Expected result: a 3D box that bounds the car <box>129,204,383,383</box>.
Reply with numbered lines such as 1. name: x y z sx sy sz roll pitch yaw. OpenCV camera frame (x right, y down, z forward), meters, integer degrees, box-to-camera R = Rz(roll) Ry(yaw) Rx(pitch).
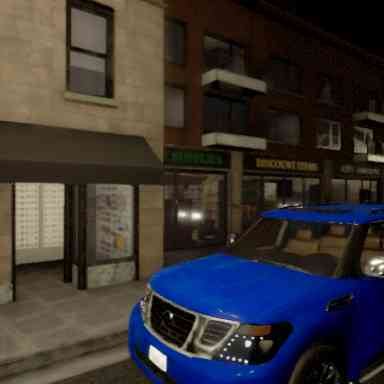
1. car: 1.923 1.224 4.753 5.566 2.045 2.150 0 0 -36
